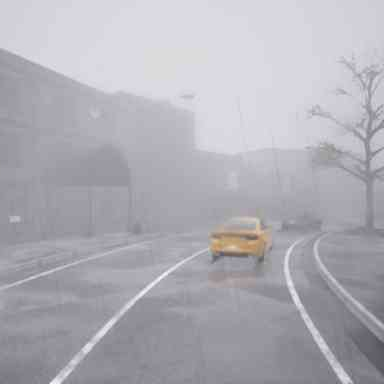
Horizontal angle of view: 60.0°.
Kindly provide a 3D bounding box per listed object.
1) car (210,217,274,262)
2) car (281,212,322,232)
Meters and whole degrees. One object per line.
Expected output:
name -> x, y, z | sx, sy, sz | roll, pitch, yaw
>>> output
car -> 2.178, 1.757, 13.496 | 1.882, 1.535, 5.008 | 0, -1, 19
car -> 8.492, 2.204, 25.581 | 1.994, 1.385, 4.181 | 0, -2, 38
